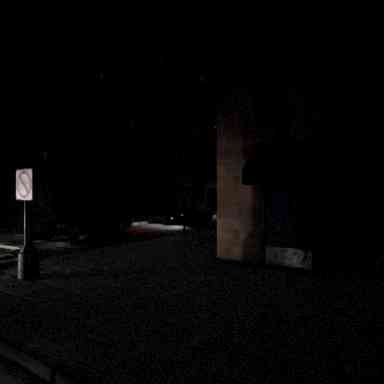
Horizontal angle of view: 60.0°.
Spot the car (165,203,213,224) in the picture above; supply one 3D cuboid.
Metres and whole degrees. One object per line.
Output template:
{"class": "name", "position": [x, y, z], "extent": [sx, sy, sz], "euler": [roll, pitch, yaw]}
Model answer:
{"class": "car", "position": [-0.080, 1.582, 25.443], "extent": [1.812, 1.442, 4.674], "euler": [0, 0, 35]}

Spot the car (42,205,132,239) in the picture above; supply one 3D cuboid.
{"class": "car", "position": [-5.459, 1.516, 17.892], "extent": [1.882, 1.535, 5.008], "euler": [0, 0, 35]}
